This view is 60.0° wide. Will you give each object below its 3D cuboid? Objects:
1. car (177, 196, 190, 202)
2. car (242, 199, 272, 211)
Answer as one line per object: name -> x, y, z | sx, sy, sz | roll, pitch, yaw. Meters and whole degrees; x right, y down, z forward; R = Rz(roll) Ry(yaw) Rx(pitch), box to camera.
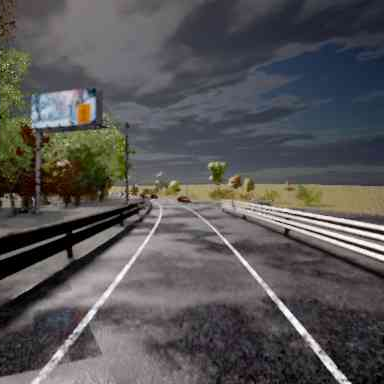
car -> -1.934, 1.509, 71.142 | 1.994, 1.385, 4.181 | 0, 0, -17
car -> 7.508, 1.498, 39.519 | 1.895, 1.301, 4.718 | 0, 0, -17
